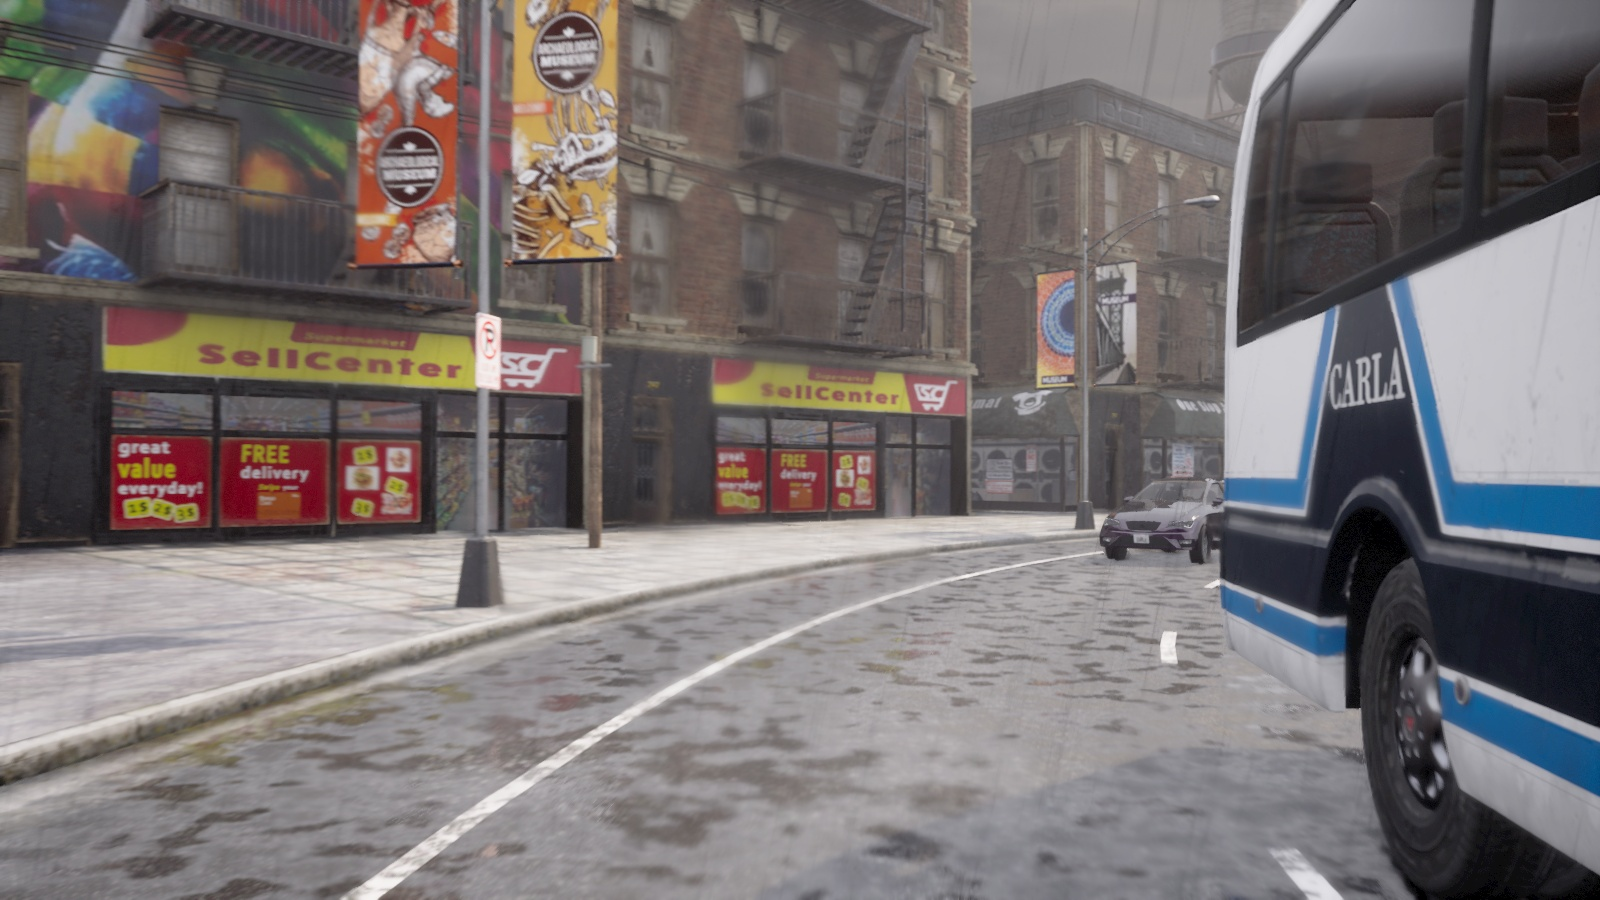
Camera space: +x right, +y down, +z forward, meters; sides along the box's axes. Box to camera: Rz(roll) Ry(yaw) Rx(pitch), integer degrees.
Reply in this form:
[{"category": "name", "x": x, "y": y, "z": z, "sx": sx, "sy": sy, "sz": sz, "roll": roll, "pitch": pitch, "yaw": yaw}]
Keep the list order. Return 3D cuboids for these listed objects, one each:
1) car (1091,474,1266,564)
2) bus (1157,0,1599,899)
[{"category": "car", "x": 7.025, "y": 1.193, "z": 23.045, "sx": 1.816, "sy": 1.474, "sz": 4.193, "roll": -1, "pitch": -1, "yaw": 36}, {"category": "bus", "x": 3.467, "y": -0.539, "z": 1.973, "sx": 3.944, "sy": 4.253, "sz": 10.273, "roll": -1, "pitch": -1, "yaw": 7}]
